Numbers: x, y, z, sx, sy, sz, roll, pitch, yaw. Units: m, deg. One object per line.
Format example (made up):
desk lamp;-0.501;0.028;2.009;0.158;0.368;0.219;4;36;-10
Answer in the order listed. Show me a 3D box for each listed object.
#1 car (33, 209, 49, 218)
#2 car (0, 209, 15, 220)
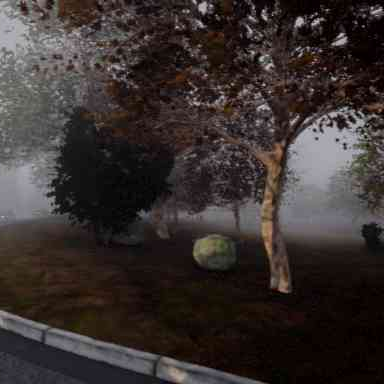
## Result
car;-24.564;3.599;54.243;2.128;1.511;4.902;-1;-4;-13
car;-26.493;3.182;46.952;1.837;1.490;4.892;-1;-4;-12
